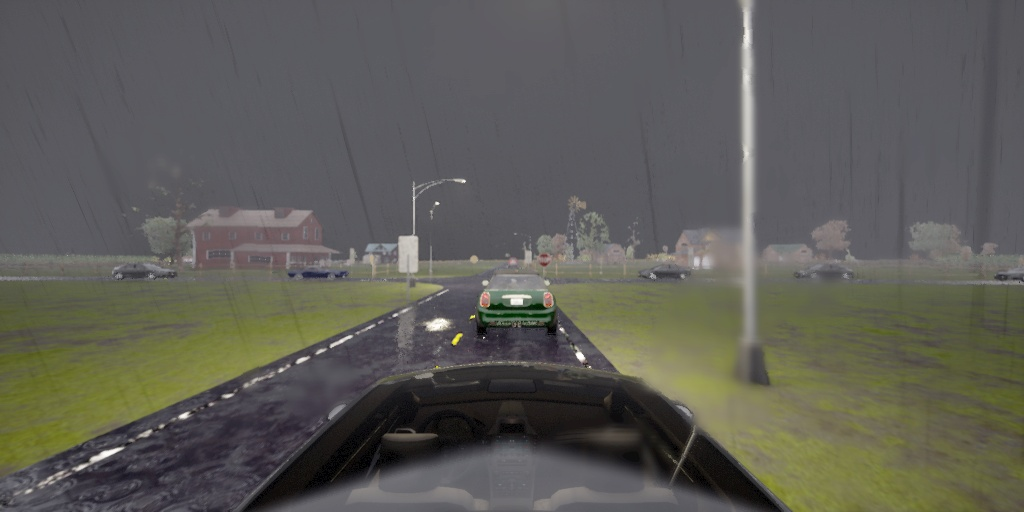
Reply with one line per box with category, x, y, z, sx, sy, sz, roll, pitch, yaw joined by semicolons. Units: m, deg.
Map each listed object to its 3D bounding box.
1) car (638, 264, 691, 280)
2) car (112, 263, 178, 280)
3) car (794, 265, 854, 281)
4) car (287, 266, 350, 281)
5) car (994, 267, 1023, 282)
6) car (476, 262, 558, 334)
car;14.724;1.555;34.709;4.892;1.490;1.837;0;0;1
car;-32.980;1.394;32.292;4.892;1.490;1.837;0;0;1
car;29.983;1.617;34.536;4.892;1.490;1.837;0;0;1
car;-17.247;1.533;32.112;4.718;1.301;1.895;0;0;1
car;49.272;1.753;34.226;4.892;1.490;1.837;0;0;1
car;0.126;1.174;11.021;2.097;1.767;4.553;0;0;0
